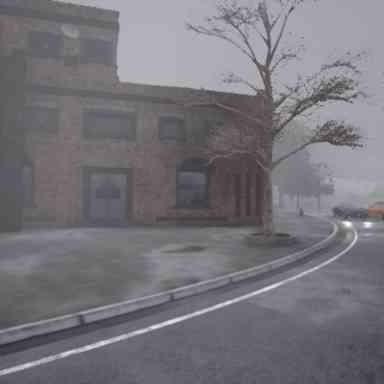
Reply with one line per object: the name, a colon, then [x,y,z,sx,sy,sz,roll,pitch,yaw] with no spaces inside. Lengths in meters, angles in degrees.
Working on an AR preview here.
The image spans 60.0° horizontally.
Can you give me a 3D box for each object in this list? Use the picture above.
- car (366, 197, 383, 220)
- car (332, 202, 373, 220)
car: [17.801,1.618,30.774,2.097,1.767,4.553,1,-1,7]
car: [14.545,1.713,30.880,1.882,1.535,5.008,1,-1,7]
